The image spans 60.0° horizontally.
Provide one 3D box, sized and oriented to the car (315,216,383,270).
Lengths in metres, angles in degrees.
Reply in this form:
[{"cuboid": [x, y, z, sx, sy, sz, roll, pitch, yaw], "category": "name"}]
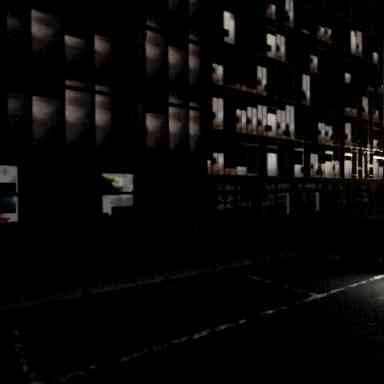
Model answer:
[{"cuboid": [5.816, 1.479, 10.709, 4.313, 1.339, 1.947, -1, 0, -35], "category": "car"}]
